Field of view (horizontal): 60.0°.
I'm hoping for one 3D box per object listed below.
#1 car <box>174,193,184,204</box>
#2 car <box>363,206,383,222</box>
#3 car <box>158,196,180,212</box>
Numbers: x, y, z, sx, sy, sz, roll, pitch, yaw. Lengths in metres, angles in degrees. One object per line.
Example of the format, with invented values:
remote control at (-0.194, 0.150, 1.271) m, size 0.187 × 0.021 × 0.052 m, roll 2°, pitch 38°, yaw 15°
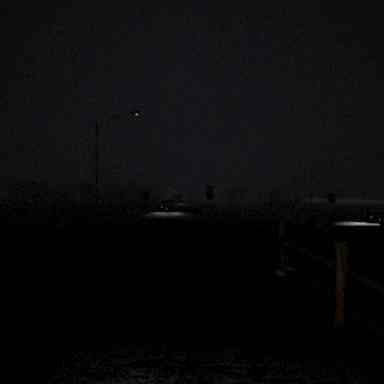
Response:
car at (-2.681, 1.248, 65.606) m, size 2.150 × 2.045 × 5.566 m, roll 0°, pitch 0°, yaw 0°
car at (16.150, 1.838, 27.299) m, size 4.181 × 1.385 × 1.994 m, roll 1°, pitch -1°, yaw -23°
car at (-2.709, 1.536, 38.019) m, size 1.837 × 1.490 × 4.892 m, roll 0°, pitch 0°, yaw 0°
